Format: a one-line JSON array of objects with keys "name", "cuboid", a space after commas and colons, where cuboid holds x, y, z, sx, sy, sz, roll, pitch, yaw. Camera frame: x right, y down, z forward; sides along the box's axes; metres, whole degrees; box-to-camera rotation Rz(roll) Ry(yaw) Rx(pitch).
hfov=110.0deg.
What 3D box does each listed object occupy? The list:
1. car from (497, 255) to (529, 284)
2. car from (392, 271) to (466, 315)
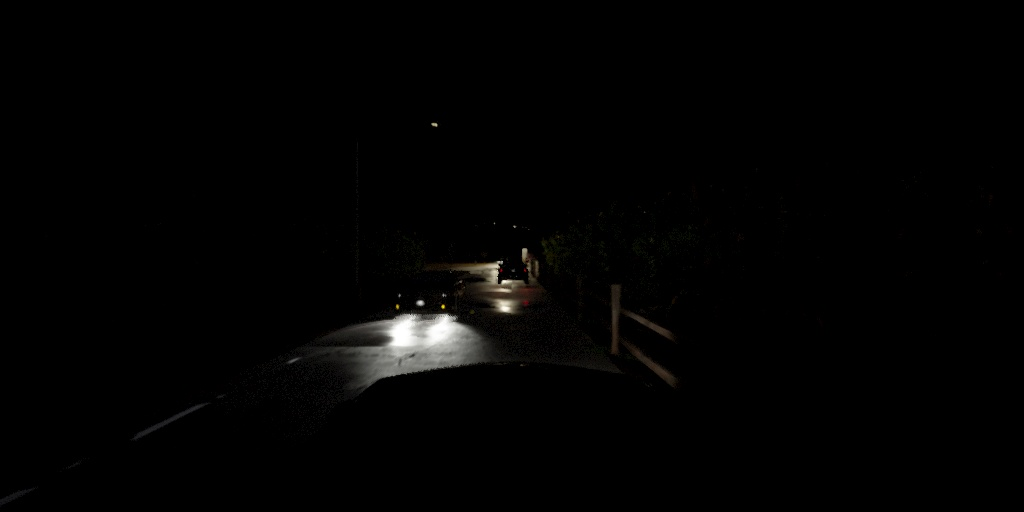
[{"name": "car", "cuboid": [0.091, 0.966, 25.448, 2.097, 1.767, 4.553, 0, 0, 0]}, {"name": "car", "cuboid": [-2.847, 1.250, 13.100, 1.994, 1.385, 4.181, 0, 0, 0]}]
